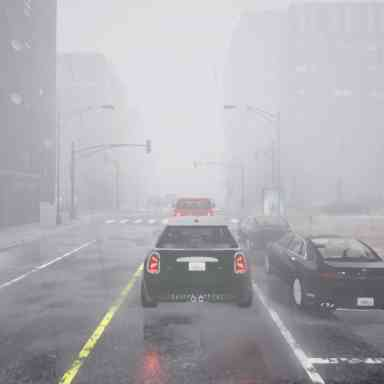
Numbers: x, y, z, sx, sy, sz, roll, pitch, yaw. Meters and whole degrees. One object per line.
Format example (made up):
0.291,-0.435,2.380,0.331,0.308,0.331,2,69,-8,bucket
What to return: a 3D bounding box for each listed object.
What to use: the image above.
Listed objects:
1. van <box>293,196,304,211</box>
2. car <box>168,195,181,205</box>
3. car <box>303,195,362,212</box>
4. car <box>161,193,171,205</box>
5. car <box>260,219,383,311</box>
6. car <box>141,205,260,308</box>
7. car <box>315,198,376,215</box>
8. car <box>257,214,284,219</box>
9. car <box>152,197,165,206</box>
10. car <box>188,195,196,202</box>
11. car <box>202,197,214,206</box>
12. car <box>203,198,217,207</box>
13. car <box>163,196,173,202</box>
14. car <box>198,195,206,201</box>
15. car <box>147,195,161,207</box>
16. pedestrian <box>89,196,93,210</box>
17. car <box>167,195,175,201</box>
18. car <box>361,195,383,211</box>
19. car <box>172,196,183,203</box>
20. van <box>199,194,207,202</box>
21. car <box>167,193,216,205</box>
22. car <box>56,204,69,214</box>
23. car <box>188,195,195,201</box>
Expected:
13.748,1.295,38.178,3.998,1.788,1.690,0,0,0,van
-3.093,1.373,60.612,2.097,1.767,4.553,0,0,0,car
14.974,1.384,35.577,5.008,1.535,1.882,0,-1,2,car
-3.141,1.238,51.043,2.150,2.045,5.566,0,0,0,car
2.828,1.553,7.591,2.008,1.369,4.403,1,0,0,car
0.097,1.354,8.087,2.097,1.767,4.553,0,0,0,car
13.691,1.412,29.797,4.206,1.307,1.802,0,0,0,car
2.825,1.554,13.161,2.008,1.369,4.403,1,0,0,car
-5.702,1.564,56.961,1.887,1.381,4.507,1,0,0,car
-0.033,1.554,80.391,1.812,1.442,4.674,0,0,0,car
2.677,1.601,56.924,1.802,1.307,4.206,1,0,0,car
2.680,1.583,51.354,1.947,1.339,4.313,1,0,0,car
-5.711,1.595,79.245,1.947,1.339,4.313,1,0,0,car
2.664,1.579,90.351,1.887,1.381,4.507,1,0,0,car
-5.696,1.332,51.390,2.192,1.841,5.009,1,0,0,car
-12.546,1.346,41.312,0.375,1.860,0.375,0,0,0,pedestrian
-5.717,1.600,90.387,1.947,1.339,4.313,1,0,0,car
19.275,1.227,38.141,5.009,1.841,2.192,0,0,0,car
-3.029,1.551,70.682,2.128,1.511,4.902,0,0,0,car
2.671,1.370,79.210,1.690,1.788,3.998,1,0,0,van
0.080,1.227,17.558,2.150,2.045,5.566,0,0,0,car
-15.934,1.751,35.794,4.718,1.301,1.895,0,-1,0,car
-0.038,1.534,90.833,1.837,1.490,4.892,0,0,0,car
